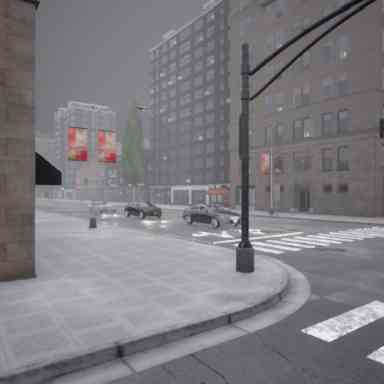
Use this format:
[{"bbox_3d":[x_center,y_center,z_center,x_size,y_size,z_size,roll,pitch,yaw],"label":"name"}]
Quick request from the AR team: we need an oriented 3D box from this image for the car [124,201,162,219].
[{"bbox_3d":[-4.578,1.576,30.634,1.882,1.535,5.008,0,0,-35],"label":"car"}]

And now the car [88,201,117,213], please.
[{"bbox_3d":[-10.480,1.738,38.868,1.895,1.301,4.718,0,0,-36],"label":"car"}]

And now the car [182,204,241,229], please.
[{"bbox_3d":[1.246,1.551,22.524,2.128,1.511,4.902,0,0,-36],"label":"car"}]
